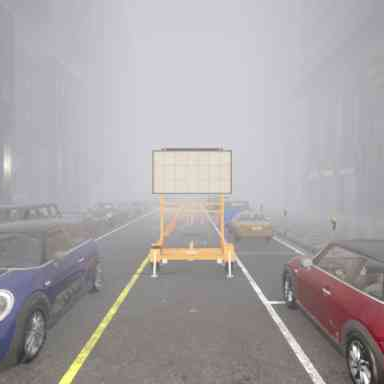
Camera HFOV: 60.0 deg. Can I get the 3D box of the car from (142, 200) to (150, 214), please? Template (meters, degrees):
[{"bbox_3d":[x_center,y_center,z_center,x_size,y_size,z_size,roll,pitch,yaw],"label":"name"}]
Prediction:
[{"bbox_3d":[-5.742,1.569,33.137,1.947,1.339,4.313,0,0,0],"label":"car"}]

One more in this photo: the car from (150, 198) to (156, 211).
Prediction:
[{"bbox_3d":[-5.738,1.572,38.739,1.947,1.339,4.313,0,0,0],"label":"car"}]

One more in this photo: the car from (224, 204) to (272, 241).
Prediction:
[{"bbox_3d":[2.771,1.525,16.510,1.752,1.417,4.829,0,0,0],"label":"car"}]

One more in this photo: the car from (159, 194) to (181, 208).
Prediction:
[{"bbox_3d":[-3.063,1.362,47.485,2.097,1.767,4.553,0,0,0],"label":"car"}]

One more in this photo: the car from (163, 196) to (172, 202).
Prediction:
[{"bbox_3d":[-5.711,1.576,77.954,1.887,1.381,4.507,0,0,0],"label":"car"}]

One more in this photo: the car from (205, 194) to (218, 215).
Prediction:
[{"bbox_3d":[2.782,1.319,33.144,2.192,1.841,5.009,0,0,0],"label":"car"}]

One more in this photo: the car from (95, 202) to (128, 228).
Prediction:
[{"bbox_3d":[-5.750,1.440,21.933,1.967,1.590,4.097,0,0,0],"label":"car"}]

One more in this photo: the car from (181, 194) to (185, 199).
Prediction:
[{"bbox_3d":[-2.937,1.436,90.184,1.882,1.535,5.008,0,0,0],"label":"car"}]

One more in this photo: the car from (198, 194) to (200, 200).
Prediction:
[{"bbox_3d":[2.806,1.464,66.754,1.967,1.590,4.097,0,0,0],"label":"car"}]

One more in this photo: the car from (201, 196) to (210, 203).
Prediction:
[{"bbox_3d":[2.811,1.610,72.356,1.802,1.307,4.206,0,0,0],"label":"car"}]

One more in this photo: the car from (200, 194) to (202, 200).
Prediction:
[{"bbox_3d":[2.798,1.456,55.551,1.967,1.590,4.097,0,0,0],"label":"car"}]

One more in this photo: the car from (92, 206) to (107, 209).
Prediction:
[{"bbox_3d":[-5.754,1.582,16.331,1.802,1.307,4.206,0,0,0],"label":"car"}]

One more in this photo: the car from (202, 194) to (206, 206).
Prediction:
[{"bbox_3d":[2.790,1.324,44.348,2.192,1.841,5.009,0,0,0],"label":"car"}]

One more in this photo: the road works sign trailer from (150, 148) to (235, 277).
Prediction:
[{"bbox_3d":[0.007,0.464,10.181,2.380,3.560,2.880,0,0,0],"label":"road works sign trailer"}]

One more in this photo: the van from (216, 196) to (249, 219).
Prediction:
[{"bbox_3d":[2.775,1.342,21.941,1.690,1.788,3.998,0,0,0],"label":"van"}]

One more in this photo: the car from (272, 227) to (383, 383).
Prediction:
[{"bbox_3d":[2.763,1.440,5.135,1.967,1.590,4.097,0,0,0],"label":"car"}]

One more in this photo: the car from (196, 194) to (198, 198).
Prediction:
[{"bbox_3d":[2.822,1.584,89.161,1.887,1.381,4.507,0,0,0],"label":"car"}]

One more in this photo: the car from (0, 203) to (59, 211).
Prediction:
[{"bbox_3d":[-5.758,1.314,10.729,2.192,1.841,5.009,0,0,0],"label":"car"}]

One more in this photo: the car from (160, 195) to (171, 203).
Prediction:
[{"bbox_3d":[-5.715,1.467,72.352,1.967,1.590,4.097,0,0,0],"label":"car"}]

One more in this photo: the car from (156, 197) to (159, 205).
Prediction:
[{"bbox_3d":[-5.727,1.561,55.546,1.887,1.381,4.507,0,0,0],"label":"car"}]

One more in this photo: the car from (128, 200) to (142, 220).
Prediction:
[{"bbox_3d":[-5.746,1.552,27.536,2.008,1.369,4.403,0,0,0],"label":"car"}]

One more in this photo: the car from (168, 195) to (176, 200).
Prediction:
[{"bbox_3d":[-5.699,1.588,94.761,1.887,1.381,4.507,0,0,0],"label":"car"}]

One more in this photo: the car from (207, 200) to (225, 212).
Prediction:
[{"bbox_3d":[2.787,1.588,38.746,1.802,1.307,4.206,0,0,0],"label":"car"}]

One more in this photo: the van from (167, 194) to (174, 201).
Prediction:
[{"bbox_3d":[-5.703,1.380,89.159,1.690,1.788,3.998,0,0,0],"label":"van"}]

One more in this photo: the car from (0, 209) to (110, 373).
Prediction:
[{"bbox_3d":[-3.097,1.352,5.790,2.097,1.767,4.553,0,0,0],"label":"car"}]
